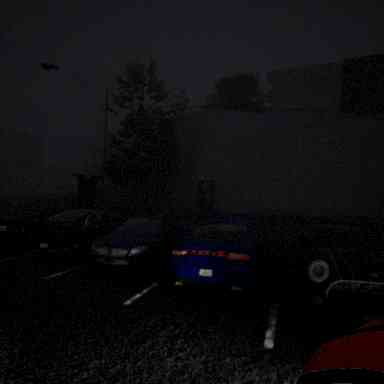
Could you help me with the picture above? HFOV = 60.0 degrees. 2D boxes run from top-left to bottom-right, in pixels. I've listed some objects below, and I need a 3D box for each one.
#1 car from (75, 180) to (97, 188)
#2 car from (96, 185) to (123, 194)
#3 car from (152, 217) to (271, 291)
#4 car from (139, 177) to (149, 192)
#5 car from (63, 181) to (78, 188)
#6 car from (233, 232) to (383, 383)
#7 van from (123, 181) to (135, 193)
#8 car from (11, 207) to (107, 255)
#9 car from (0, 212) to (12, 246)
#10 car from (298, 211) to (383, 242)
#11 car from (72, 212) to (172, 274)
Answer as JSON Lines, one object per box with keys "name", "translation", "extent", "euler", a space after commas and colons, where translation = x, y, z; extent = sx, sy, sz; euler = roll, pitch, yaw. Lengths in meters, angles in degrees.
{"name": "car", "translation": [-23.289, -1.827, 72.877], "extent": [4.792, 1.488, 2.163], "euler": [3, 5, 36]}
{"name": "car", "translation": [-14.955, -0.506, 58.114], "extent": [5.008, 1.535, 2.097], "euler": [5, 7, 38]}
{"name": "car", "translation": [0.986, 1.441, 8.802], "extent": [2.097, 1.535, 5.008], "euler": [1, -1, 17]}
{"name": "car", "translation": [-9.896, -1.067, 61.268], "extent": [5.566, 2.045, 2.435], "euler": [5, 8, 38]}
{"name": "car", "translation": [-25.759, -1.658, 71.249], "extent": [4.674, 1.452, 2.002], "euler": [3, 5, 36]}
{"name": "car", "translation": [2.713, 1.370, 1.489], "extent": [4.553, 1.767, 2.097], "euler": [1, 0, 35]}
{"name": "van", "translation": [-12.318, -0.878, 59.602], "extent": [4.442, 1.987, 1.878], "euler": [5, 7, 38]}
{"name": "car", "translation": [-3.729, 1.388, 12.363], "extent": [2.231, 1.521, 4.892], "euler": [1, -1, 18]}
{"name": "car", "translation": [-6.048, 1.393, 14.213], "extent": [2.163, 1.488, 4.792], "euler": [1, -1, 18]}
{"name": "car", "translation": [3.383, 1.346, 7.089], "extent": [2.185, 1.767, 4.553], "euler": [1, 0, 17]}
{"name": "car", "translation": [-1.371, 1.455, 10.576], "extent": [2.002, 1.452, 4.674], "euler": [1, 0, 18]}
